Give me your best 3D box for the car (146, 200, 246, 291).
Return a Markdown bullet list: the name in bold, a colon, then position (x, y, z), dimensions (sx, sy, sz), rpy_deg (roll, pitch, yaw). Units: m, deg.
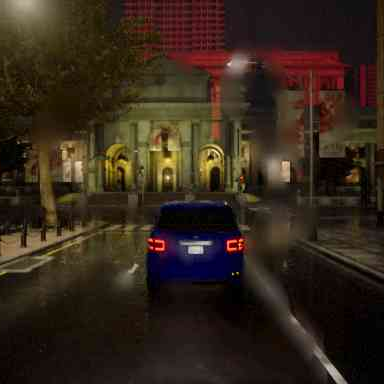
- **car**: position (0.106, 1.221, 9.130), dimensions (2.150, 2.045, 5.566), rpy_deg (0, 0, 1)
